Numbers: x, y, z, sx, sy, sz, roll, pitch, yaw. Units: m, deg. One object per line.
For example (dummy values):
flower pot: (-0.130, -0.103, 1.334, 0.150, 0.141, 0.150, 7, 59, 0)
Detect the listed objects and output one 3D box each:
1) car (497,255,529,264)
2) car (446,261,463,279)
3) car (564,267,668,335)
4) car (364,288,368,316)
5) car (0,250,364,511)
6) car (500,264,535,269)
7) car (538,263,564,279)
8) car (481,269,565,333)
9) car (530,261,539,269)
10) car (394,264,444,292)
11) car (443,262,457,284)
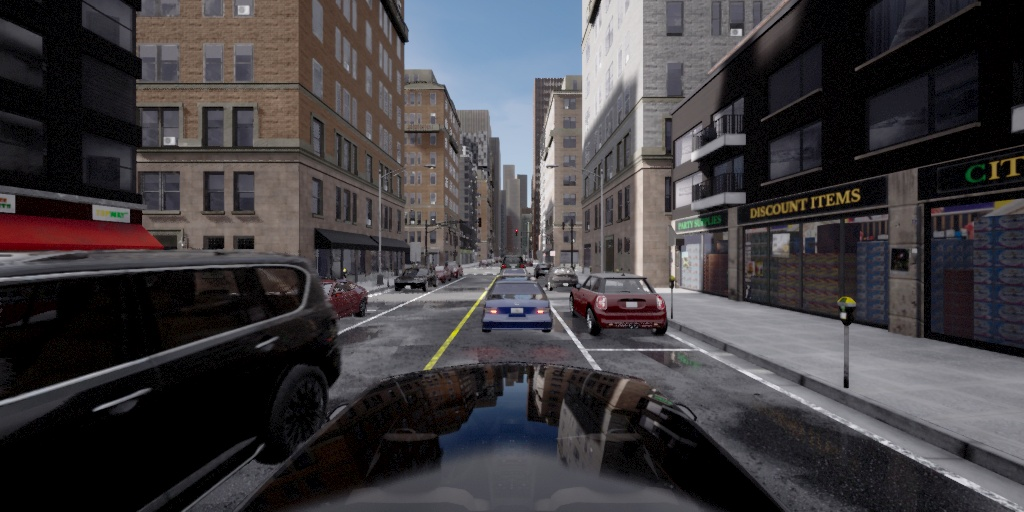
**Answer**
car: (0.078, 0.975, 31.273, 2.150, 2.045, 5.566, 0, 0, -1)
car: (-5.597, 1.193, 32.547, 1.967, 1.591, 4.097, 0, 0, 0)
car: (2.875, 1.190, 10.520, 1.967, 1.591, 4.097, 0, 0, 0)
car: (-5.650, 1.332, 10.542, 1.802, 1.307, 4.207, 0, 0, 0)
car: (-3.115, 0.971, 2.033, 2.150, 2.045, 5.566, 0, 0, 1)
car: (0.145, 1.352, 21.241, 1.895, 1.301, 4.718, 0, 0, 0)
car: (2.902, 1.301, 21.523, 2.007, 1.370, 4.403, 0, 0, 0)
car: (0.121, 1.297, 10.736, 2.033, 1.411, 5.357, 0, 0, 0)
car: (2.929, 1.319, 32.526, 1.948, 1.339, 4.313, 0, 0, 0)
car: (-5.624, 1.317, 21.544, 1.948, 1.339, 4.313, 0, 0, 0)
car: (-5.610, 1.334, 27.045, 1.802, 1.307, 4.207, 0, 0, 0)
